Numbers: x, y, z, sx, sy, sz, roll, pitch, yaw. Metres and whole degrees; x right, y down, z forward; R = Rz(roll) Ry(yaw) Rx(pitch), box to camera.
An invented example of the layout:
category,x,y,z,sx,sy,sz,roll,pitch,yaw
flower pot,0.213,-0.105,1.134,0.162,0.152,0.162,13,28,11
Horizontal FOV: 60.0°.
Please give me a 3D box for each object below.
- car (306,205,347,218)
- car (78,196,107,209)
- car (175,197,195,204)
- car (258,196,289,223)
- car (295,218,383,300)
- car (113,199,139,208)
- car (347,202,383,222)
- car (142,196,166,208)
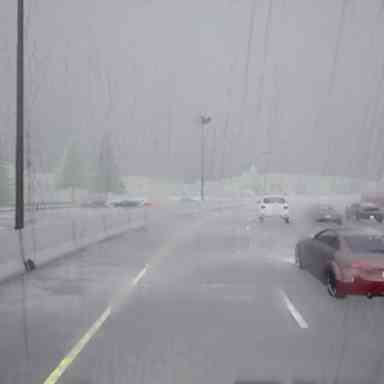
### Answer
category,x,y,z,sx,sy,sz,roll,pitch,yaw
car,9.725,1.643,24.774,1.994,1.385,4.181,0,0,11
car,-13.858,1.399,46.370,2.097,1.767,4.553,0,0,17
car,-1.060,1.602,51.543,1.837,1.490,4.892,0,0,21
car,6.513,1.294,26.711,2.150,2.045,5.566,0,0,12
car,4.034,1.593,8.507,1.994,1.385,4.181,0,0,4
car,-9.572,1.665,48.400,1.895,1.301,4.718,0,0,18
car,13.692,1.600,26.768,1.837,1.490,4.892,0,0,12
car,-5.593,1.430,49.195,2.097,1.767,4.553,0,0,19
